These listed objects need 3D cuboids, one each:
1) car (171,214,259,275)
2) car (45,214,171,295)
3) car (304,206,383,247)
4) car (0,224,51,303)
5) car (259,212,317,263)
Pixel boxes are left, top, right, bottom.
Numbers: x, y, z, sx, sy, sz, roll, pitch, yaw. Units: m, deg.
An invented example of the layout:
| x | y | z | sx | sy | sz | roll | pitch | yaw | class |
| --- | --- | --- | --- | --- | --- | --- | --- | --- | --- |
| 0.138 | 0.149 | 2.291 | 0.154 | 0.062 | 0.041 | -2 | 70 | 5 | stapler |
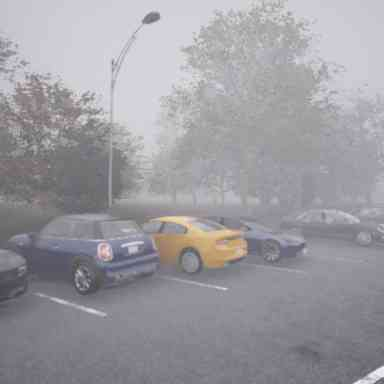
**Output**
| x | y | z | sx | sy | sz | roll | pitch | yaw | class |
| --- | --- | --- | --- | --- | --- | --- | --- | --- | --- |
| -0.688 | 1.521 | 10.664 | 5.008 | 1.535 | 2.097 | -1 | -1 | 35 | car |
| -3.101 | 1.375 | 8.943 | 4.553 | 1.767 | 2.185 | -1 | -1 | 35 | car |
| 6.648 | 1.591 | 15.737 | 4.892 | 1.521 | 2.231 | -1 | -1 | 36 | car |
| -5.551 | 1.481 | 7.259 | 5.008 | 1.535 | 2.097 | -1 | -1 | 34 | car |
| 1.776 | 1.573 | 12.347 | 4.792 | 1.488 | 2.163 | -1 | -1 | 35 | car |
